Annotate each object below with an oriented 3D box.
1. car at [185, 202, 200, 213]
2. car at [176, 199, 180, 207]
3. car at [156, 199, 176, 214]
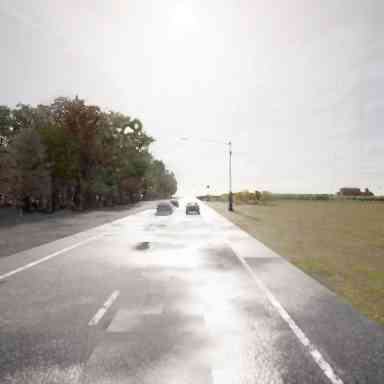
[{"bbox_3d":[0.102,2.020,43.785,2.033,1.411,5.357,0,-1,0],"label":"car"},{"bbox_3d":[-3.399,2.181,64.048,1.837,1.490,4.892,0,-2,0],"label":"car"},{"bbox_3d":[-3.399,1.936,42.403,1.882,1.535,5.008,0,-1,0],"label":"car"}]
